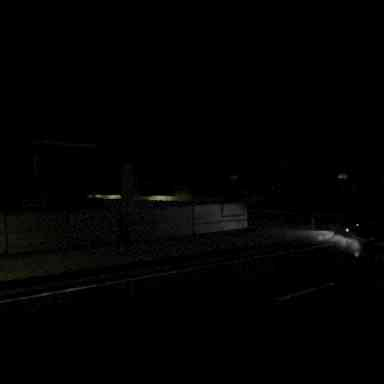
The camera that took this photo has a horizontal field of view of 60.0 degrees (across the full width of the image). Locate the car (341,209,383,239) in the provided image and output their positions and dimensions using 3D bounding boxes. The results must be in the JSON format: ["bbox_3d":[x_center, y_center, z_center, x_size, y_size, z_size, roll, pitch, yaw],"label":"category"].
[{"bbox_3d":[10.087,1.418,15.854,5.357,1.411,2.033,0,0,1],"label":"car"}]
